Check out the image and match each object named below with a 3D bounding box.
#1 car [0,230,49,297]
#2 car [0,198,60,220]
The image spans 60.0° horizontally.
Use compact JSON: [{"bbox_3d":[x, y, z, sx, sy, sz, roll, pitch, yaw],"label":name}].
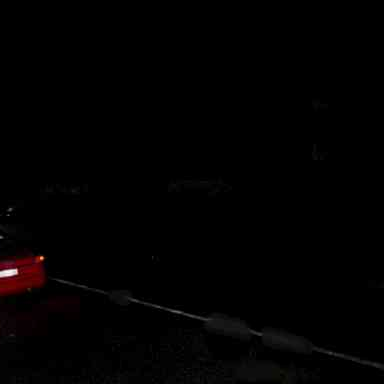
[{"bbox_3d":[-5.206,1.564,7.754,4.181,1.385,1.994,0,0,37],"label":"car"},{"bbox_3d":[-13.394,1.314,27.423,2.097,1.767,4.553,0,0,35],"label":"car"}]
